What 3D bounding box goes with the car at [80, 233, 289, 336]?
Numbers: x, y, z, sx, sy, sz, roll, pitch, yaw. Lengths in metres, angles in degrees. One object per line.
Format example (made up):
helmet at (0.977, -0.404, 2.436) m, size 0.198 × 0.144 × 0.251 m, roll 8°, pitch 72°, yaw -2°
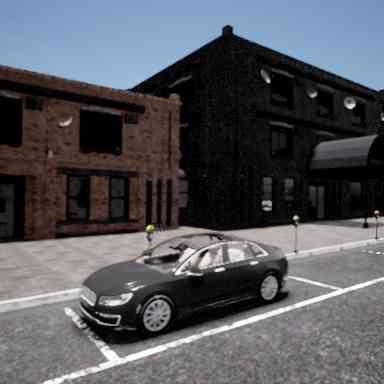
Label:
car at (0.078, 1.553, 6.602) m, size 4.403 × 1.369 × 2.008 m, roll 0°, pitch 1°, yaw -35°
